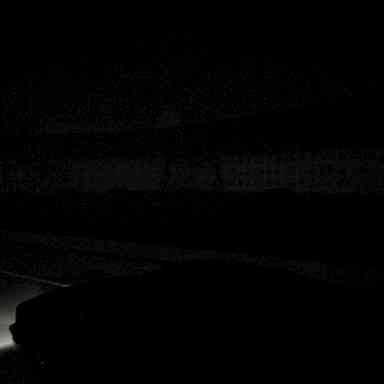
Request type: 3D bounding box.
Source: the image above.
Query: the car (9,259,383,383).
[{"bbox_3d":[0.181,1.534,3.718,5.357,1.411,2.033,0,0,34],"label":"car"}]
